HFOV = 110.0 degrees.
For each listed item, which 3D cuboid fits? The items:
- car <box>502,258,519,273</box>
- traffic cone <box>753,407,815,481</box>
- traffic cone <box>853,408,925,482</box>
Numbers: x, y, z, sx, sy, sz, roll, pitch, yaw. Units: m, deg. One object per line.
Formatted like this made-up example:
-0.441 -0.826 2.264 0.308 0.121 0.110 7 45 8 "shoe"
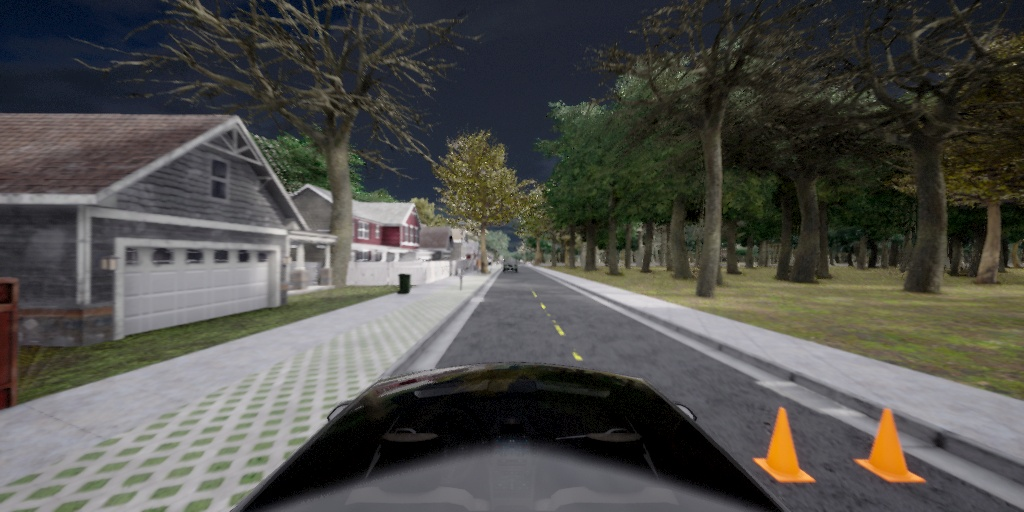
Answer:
-0.249 1.343 51.741 2.150 2.045 5.566 0 0 0 "car"
2.555 1.735 3.389 0.340 0.580 0.340 0 0 0 "traffic cone"
3.555 1.741 3.394 0.340 0.580 0.340 0 0 0 "traffic cone"
